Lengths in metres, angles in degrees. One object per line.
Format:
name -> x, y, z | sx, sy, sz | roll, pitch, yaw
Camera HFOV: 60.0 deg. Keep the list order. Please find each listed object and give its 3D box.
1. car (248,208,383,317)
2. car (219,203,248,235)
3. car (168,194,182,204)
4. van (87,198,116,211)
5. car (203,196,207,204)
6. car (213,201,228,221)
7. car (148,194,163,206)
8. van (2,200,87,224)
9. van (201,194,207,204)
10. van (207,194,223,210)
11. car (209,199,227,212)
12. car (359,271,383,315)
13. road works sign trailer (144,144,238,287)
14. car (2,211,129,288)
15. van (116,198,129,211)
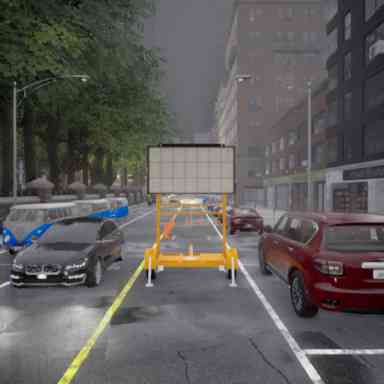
car -> 2.840, 1.312, 7.363 | 2.192, 1.841, 5.009 | 0, 0, 0
car -> 2.820, 1.534, 18.684 | 1.887, 1.381, 4.507 | 0, 0, 0
car -> -3.146, 1.405, 59.279 | 1.882, 1.535, 5.008 | 0, 0, 0
van -> -5.706, 1.331, 18.643 | 1.690, 1.788, 3.998 | 0, 0, 0
car -> 2.779, 1.506, 41.326 | 1.887, 1.381, 4.507 | 0, 0, 0
car -> 2.810, 1.566, 24.345 | 1.802, 1.307, 4.206 | 0, 0, 0
car -> -5.767, 1.256, 52.591 | 2.192, 1.841, 5.009 | 0, 0, 0
van -> -5.695, 1.335, 12.986 | 1.690, 1.788, 3.998 | 0, 0, 0
van -> 2.758, 1.282, 52.647 | 1.690, 1.788, 3.998 | 0, 0, 0
van -> 2.789, 1.311, 35.665 | 1.690, 1.788, 3.998 | 0, 0, 0
car -> 2.799, 1.559, 30.005 | 1.802, 1.307, 4.206 | 0, 0, 0
car -> 2.851, 1.581, 1.703 | 1.802, 1.307, 4.206 | 0, 0, 0
road works sign trailer -> -0.017, 0.461, 9.312 | 2.380, 3.560, 2.880 | 0, 0, 0
car -> -3.117, 1.501, 9.328 | 1.837, 1.490, 4.892 | 0, 0, 0
van -> -5.716, 1.325, 24.301 | 1.690, 1.788, 3.998 | 0, 0, 0
